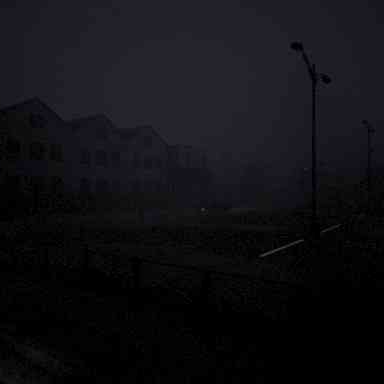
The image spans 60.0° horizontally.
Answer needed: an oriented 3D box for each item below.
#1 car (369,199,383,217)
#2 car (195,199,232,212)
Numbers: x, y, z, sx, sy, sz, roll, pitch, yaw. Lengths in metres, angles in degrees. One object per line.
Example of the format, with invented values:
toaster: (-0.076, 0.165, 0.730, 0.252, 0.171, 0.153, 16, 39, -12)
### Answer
car: (15.518, 1.298, 26.752, 2.007, 1.523, 4.514, 0, 0, 35)
car: (2.367, 1.409, 34.686, 1.895, 1.301, 4.718, 0, 0, 36)
